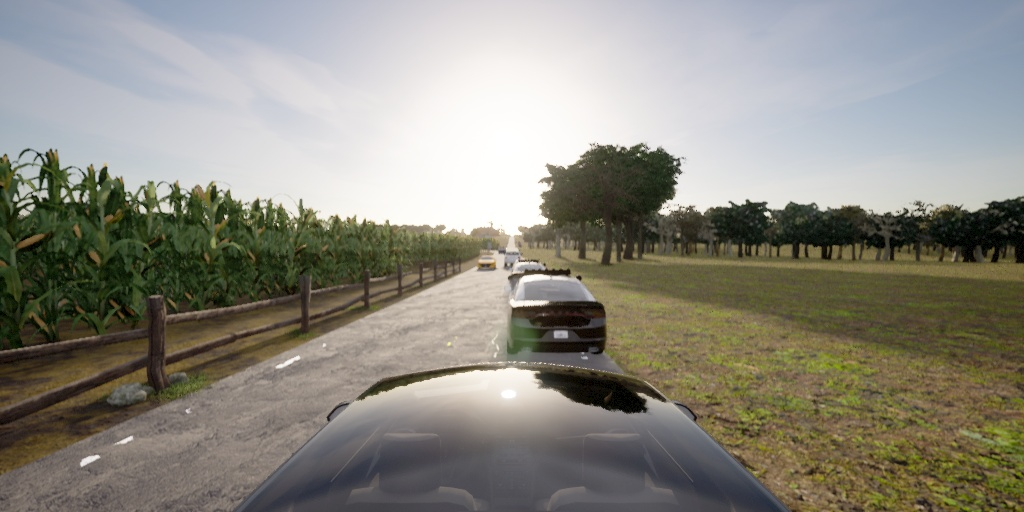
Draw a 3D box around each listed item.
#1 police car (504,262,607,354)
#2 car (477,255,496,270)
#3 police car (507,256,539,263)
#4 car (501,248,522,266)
[{"bbox_3d":[0.843,1.116,8.718,1.930,1.638,5.238,0,1,0],"label":"police car"},{"bbox_3d":[-2.760,0.686,40.060,1.882,1.535,5.008,0,1,0],"label":"car"},{"bbox_3d":[0.865,0.997,18.719,1.930,1.638,5.238,0,1,0],"label":"police car"},{"bbox_3d":[0.128,0.286,46.041,2.150,2.045,5.566,0,1,1],"label":"car"}]
